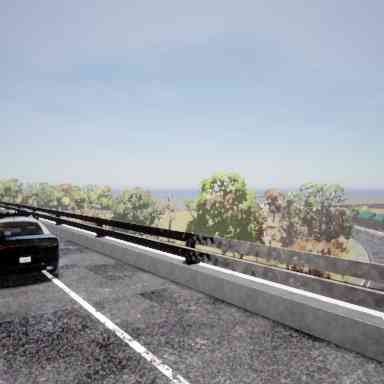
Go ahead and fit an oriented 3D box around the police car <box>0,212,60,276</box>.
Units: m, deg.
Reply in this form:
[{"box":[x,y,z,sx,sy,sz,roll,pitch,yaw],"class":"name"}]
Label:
[{"box":[-5.538,1.423,10.057,1.930,1.638,5.238,0,0,-37],"class":"police car"}]
